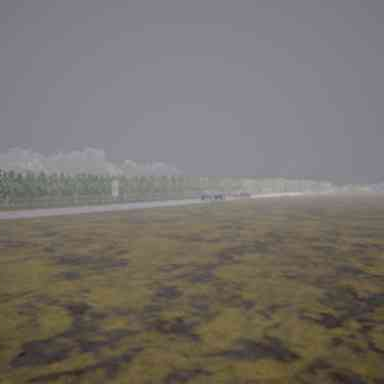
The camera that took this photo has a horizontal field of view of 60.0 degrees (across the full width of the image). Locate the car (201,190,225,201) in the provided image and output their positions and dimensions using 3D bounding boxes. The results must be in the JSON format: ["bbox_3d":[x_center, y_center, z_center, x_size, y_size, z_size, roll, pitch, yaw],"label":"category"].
[{"bbox_3d":[3.323,0.413,52.222,2.097,1.767,4.553,1,2,36],"label":"car"}]

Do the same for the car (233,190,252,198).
[{"bbox_3d":[9.189,0.321,60.482,2.128,1.511,4.902,1,2,36],"label":"car"}]
